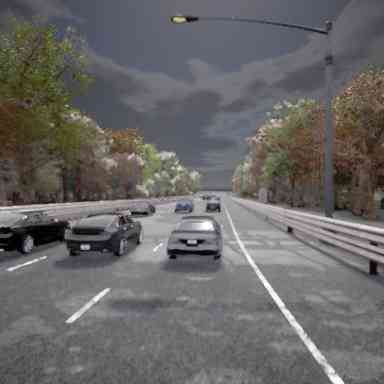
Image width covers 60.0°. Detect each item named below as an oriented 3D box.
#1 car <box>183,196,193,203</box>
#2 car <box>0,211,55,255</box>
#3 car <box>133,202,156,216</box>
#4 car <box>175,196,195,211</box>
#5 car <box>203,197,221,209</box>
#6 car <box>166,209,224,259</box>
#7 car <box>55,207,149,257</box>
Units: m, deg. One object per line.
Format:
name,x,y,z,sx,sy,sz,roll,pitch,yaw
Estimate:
car,-0.908,1.829,82.884,2.097,1.767,4.553,0,0,5
car,-6.757,1.516,13.577,1.882,1.535,5.008,0,0,5
car,-4.990,1.745,34.529,1.994,1.385,4.181,0,0,5
car,-0.834,1.609,42.146,2.097,1.767,4.553,0,0,5
car,2.830,1.774,43.947,1.882,1.535,5.008,0,0,5
car,0.217,1.634,12.970,2.033,1.411,5.357,0,0,5
car,-3.273,1.569,13.263,1.837,1.490,4.892,0,0,5
